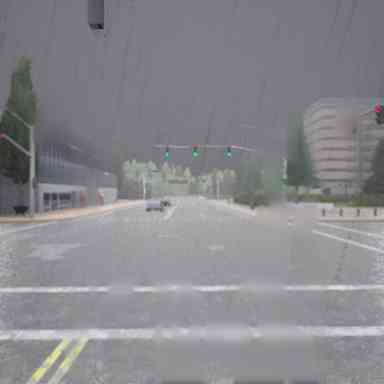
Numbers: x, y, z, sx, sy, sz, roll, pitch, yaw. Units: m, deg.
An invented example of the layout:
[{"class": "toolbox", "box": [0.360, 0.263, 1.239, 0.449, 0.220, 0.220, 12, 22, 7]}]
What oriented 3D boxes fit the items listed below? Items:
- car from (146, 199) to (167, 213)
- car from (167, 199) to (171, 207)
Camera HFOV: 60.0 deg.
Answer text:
[{"class": "car", "box": [-4.396, 1.695, 39.880, 1.812, 1.442, 4.674, 0, 0, -1]}, {"class": "car", "box": [-4.625, 1.841, 56.943, 1.895, 1.301, 4.718, 0, 0, 0]}]
